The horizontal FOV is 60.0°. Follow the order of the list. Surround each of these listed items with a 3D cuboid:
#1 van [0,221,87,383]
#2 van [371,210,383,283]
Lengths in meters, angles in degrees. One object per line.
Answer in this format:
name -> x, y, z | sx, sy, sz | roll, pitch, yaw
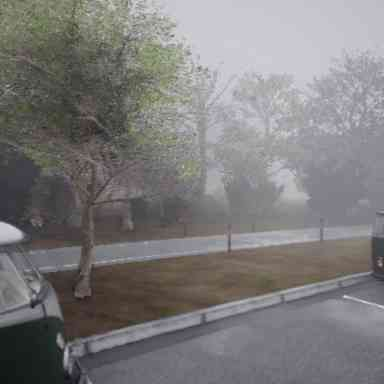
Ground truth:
van -> -2.953, 1.243, 2.035 | 4.442, 1.987, 1.878 | -1, -1, -38
van -> 6.383, 1.281, 8.196 | 4.442, 1.987, 1.878 | -1, -1, -33
